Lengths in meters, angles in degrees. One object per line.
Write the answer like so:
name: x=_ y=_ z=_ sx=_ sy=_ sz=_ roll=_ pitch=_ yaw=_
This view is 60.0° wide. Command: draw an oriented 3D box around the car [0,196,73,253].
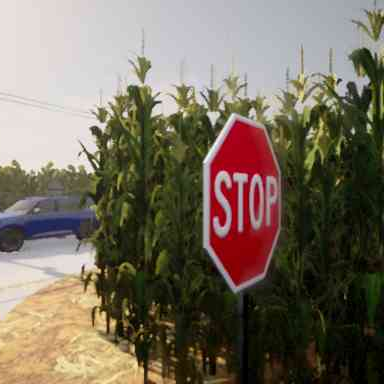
car: x=-6.405 y=1.200 z=14.190 sx=2.150 sy=2.045 sz=5.566 roll=0 pitch=0 yaw=36
